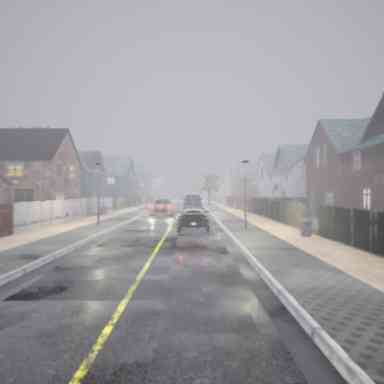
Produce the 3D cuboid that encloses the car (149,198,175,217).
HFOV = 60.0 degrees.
[{"bbox_3d":[-2.798,1.393,31.776,2.097,1.767,4.553,0,0,0],"label":"car"}]

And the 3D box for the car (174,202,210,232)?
[{"bbox_3d":[0.081,1.538,20.217,1.812,1.442,4.674,0,0,0],"label":"car"}]

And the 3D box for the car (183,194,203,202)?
[{"bbox_3d":[0.088,1.293,39.287,2.150,2.045,5.566,0,0,0],"label":"car"}]
